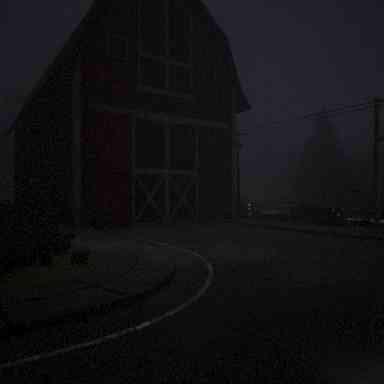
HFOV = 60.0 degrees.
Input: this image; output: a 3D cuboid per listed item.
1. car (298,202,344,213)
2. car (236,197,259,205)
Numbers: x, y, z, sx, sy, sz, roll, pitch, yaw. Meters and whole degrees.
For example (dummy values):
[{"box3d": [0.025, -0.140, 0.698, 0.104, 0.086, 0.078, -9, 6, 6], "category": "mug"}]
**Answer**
[{"box3d": [11.328, 1.628, 30.246, 1.895, 1.301, 4.718, 0, 0, -34], "category": "car"}, {"box3d": [5.764, 1.379, 38.355, 2.097, 1.767, 4.553, 0, 0, -34], "category": "car"}]
